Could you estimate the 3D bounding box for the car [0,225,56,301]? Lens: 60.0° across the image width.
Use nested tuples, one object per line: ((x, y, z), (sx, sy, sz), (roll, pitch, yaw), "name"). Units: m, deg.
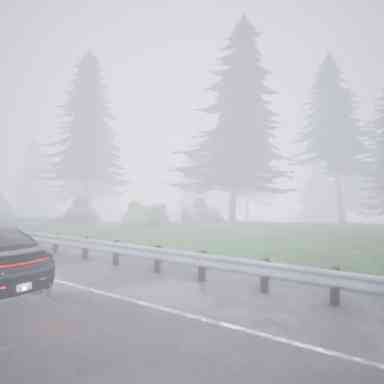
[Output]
((-5.064, 1.490, 7.470), (4.892, 1.490, 1.837), (0, 0, 35), "car")
